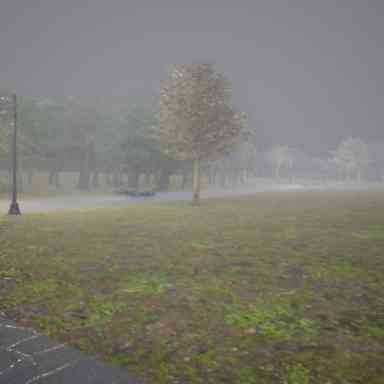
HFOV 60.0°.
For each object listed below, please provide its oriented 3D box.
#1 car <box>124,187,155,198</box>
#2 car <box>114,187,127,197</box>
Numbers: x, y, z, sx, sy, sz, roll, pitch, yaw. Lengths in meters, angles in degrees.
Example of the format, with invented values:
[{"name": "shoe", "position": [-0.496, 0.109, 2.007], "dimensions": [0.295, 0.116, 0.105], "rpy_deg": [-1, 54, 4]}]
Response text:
[{"name": "car", "position": [-8.412, 0.251, 55.392], "dimensions": [1.895, 1.301, 4.718], "rpy_deg": [4, 4, 36]}, {"name": "car", "position": [-11.264, -0.063, 57.382], "dimensions": [1.882, 1.535, 5.008], "rpy_deg": [4, 4, 36]}]
